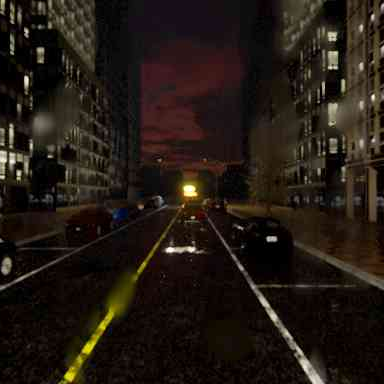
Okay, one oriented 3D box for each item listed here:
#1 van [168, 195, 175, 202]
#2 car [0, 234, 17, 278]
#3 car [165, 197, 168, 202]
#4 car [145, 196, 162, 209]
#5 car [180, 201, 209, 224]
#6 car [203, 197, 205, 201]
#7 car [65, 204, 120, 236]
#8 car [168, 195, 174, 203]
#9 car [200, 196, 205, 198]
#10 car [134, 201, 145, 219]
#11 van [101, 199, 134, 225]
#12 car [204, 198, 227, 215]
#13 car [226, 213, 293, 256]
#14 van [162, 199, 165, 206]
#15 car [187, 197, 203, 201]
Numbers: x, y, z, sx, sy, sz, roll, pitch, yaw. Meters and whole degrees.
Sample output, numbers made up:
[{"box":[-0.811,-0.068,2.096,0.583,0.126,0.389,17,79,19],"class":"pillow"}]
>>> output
[{"box":[-5.818,1.708,92.922,1.690,1.788,3.998,0,0,0],"class":"van"},{"box":[-5.698,1.584,7.540,2.008,1.369,4.403,0,0,0],"class":"car"},{"box":[-5.771,1.807,58.769,1.947,1.339,4.313,0,0,0],"class":"car"},{"box":[-5.754,1.637,47.385,1.967,1.590,4.097,0,0,0],"class":"car"},{"box":[0.061,1.636,25.605,1.812,1.442,4.674,0,0,0],"class":"car"},{"box":[2.626,1.780,47.382,1.802,1.307,4.206,0,0,0],"class":"car"},{"box":[-5.714,1.627,18.924,1.887,1.381,4.507,0,0,0],"class":"car"},{"box":[-5.803,1.851,81.367,1.752,1.417,4.829,0,0,0],"class":"car"},{"box":[2.618,1.745,53.244,1.752,1.417,4.829,0,0,0],"class":"car"},{"box":[-5.730,1.712,30.309,1.802,1.307,4.206,0,0,0],"class":"car"},{"box":[-5.721,1.447,24.617,1.690,1.788,3.998,0,0,0],"class":"van"},{"box":[2.643,1.593,35.998,1.967,1.590,4.097,0,0,0],"class":"car"},{"box":[2.675,1.624,13.231,1.947,1.339,4.313,0,0,0],"class":"car"},{"box":[-5.761,1.560,53.078,1.690,1.788,3.998,0,0,0],"class":"van"},{"box":[0.040,1.681,42.199,1.837,1.490,4.892,0,-1,0],"class":"car"}]
